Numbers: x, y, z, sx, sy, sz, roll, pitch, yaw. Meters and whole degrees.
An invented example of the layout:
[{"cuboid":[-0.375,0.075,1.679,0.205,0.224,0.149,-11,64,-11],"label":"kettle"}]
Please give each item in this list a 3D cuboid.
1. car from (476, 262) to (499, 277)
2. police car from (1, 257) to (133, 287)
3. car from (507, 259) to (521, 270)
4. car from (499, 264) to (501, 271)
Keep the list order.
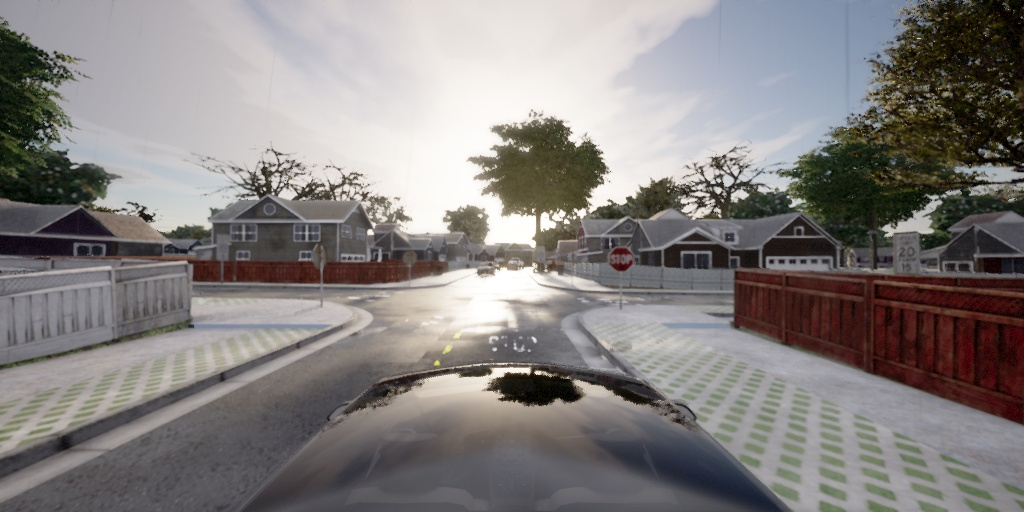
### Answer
[{"cuboid":[-2.790,1.443,39.365,1.837,1.490,4.892,0,-1,0],"label":"car"},{"cuboid":[-19.273,0.885,15.993,5.238,1.638,1.930,1,-1,-1],"label":"police car"},{"cuboid":[0.091,1.650,61.389,2.128,1.511,4.902,0,-1,1],"label":"car"},{"cuboid":[-2.718,1.655,56.282,2.033,1.411,5.357,0,-1,1],"label":"car"}]
